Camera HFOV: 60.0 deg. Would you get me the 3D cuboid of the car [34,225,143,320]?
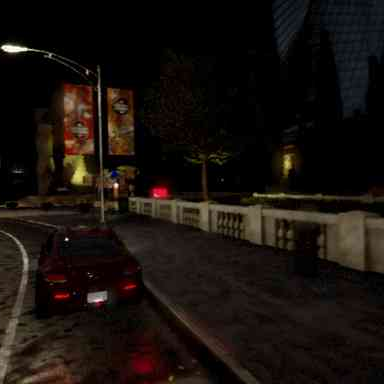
[{"bbox_3d":[-2.383,1.460,7.311,1.812,1.442,4.674,-2,1,-23],"label":"car"}]
